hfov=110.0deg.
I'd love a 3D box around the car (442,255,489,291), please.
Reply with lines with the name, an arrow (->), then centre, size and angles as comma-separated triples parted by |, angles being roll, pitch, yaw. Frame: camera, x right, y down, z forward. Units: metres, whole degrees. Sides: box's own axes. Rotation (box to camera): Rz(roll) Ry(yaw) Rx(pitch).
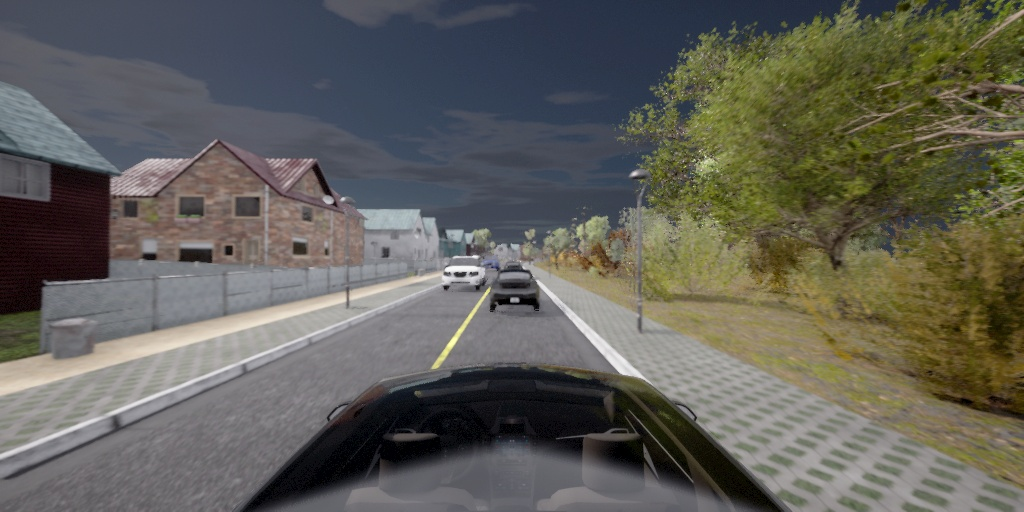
car -> -2.845, 0.972, 22.293 | 2.150, 2.045, 5.566 | 0, 0, 0

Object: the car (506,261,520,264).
car -> 0.102, 1.251, 34.977 | 1.837, 1.490, 4.892 | 0, 0, 0

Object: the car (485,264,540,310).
car -> 0.097, 1.254, 14.577 | 1.837, 1.490, 4.892 | 0, 0, 0

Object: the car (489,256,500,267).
car -> -2.746, 0.968, 47.698 | 2.150, 2.045, 5.566 | 0, 0, 0
